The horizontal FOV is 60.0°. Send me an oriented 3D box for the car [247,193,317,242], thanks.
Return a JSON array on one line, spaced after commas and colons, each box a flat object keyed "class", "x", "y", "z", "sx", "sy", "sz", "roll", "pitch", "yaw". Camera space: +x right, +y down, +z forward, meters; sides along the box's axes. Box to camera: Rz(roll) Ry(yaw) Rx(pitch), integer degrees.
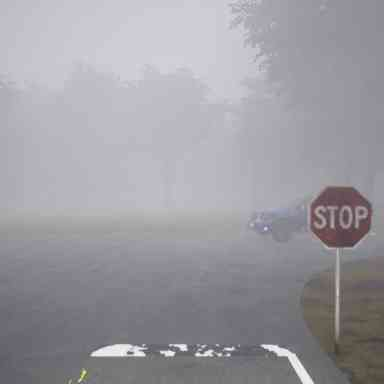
[{"class": "car", "x": 5.368, "y": 1.077, "z": 15.461, "sx": 5.566, "sy": 2.045, "sz": 2.150, "roll": -1, "pitch": 0, "yaw": -12}]
